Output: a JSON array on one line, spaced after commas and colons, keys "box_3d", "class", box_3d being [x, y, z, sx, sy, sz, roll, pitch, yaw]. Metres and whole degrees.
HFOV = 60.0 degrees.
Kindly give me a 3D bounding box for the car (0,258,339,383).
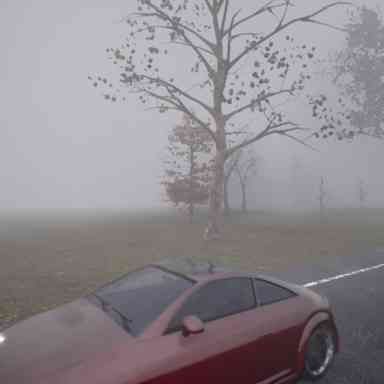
[{"box_3d": [-0.167, 1.564, 3.881, 4.181, 1.385, 1.994, 0, 0, -36], "class": "car"}]
